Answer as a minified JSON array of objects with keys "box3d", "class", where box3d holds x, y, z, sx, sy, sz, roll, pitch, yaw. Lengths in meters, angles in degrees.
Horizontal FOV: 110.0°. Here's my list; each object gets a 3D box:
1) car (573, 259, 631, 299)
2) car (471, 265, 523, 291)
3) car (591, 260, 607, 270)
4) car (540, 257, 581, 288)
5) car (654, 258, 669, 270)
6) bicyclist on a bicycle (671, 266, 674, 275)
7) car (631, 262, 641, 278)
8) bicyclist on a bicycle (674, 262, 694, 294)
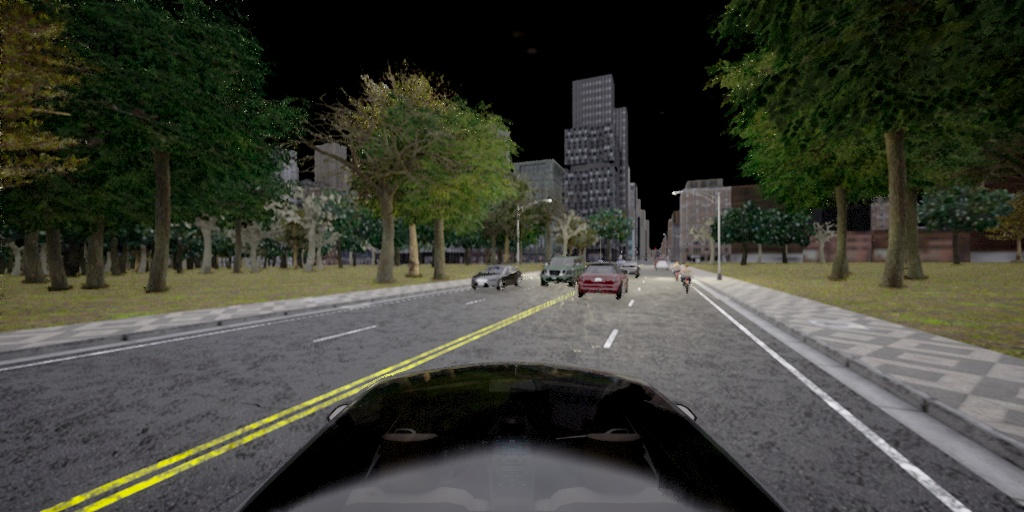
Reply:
[{"box3d":[4.901,1.157,18.932,2.097,1.767,4.553,0,0,22],"class":"car"},{"box3d":[-0.844,1.315,22.594,2.128,1.511,4.902,0,0,22],"class":"car"},{"box3d":[15.018,1.497,61.632,1.882,1.535,5.008,0,0,22],"class":"car"},{"box3d":[3.679,1.052,25.106,2.150,2.045,5.566,0,0,22],"class":"car"},{"box3d":[23.948,1.521,57.285,1.812,1.442,4.674,0,-1,22],"class":"car"},{"box3d":[13.603,1.283,29.590,0.866,1.612,1.509,0,0,22],"class":"bicyclist on a bicycle"},{"box3d":[11.959,1.371,36.351,2.128,1.511,4.902,0,0,22],"class":"car"},{"box3d":[9.573,1.242,19.696,0.866,1.612,1.509,0,0,22],"class":"bicyclist on a bicycle"}]
